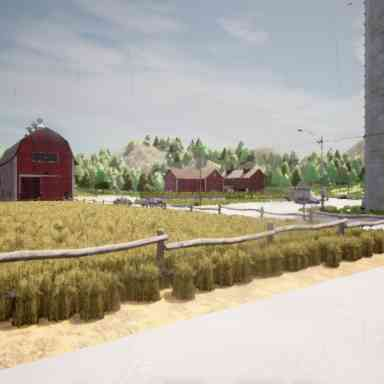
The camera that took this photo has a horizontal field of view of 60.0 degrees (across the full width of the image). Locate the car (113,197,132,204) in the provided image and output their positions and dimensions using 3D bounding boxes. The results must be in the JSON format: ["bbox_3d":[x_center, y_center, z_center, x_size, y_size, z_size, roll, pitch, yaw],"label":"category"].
[{"bbox_3d":[-11.659,1.544,55.638,1.994,1.385,4.181,0,0,-36],"label":"car"}]

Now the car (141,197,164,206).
[{"bbox_3d":[-5.628,1.505,47.389,1.812,1.442,4.674,0,0,-35],"label":"car"}]

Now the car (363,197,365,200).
[{"bbox_3d":[40.349,1.235,74.276,1.905,1.878,3.866,0,0,-36],"label":"car"}]

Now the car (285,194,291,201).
[{"bbox_3d":[24.293,1.243,78.936,1.932,1.855,4.605,0,0,-36],"label":"car"}]

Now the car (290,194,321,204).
[{"bbox_3d":[20.831,1.428,59.959,2.242,1.667,4.611,0,0,-36],"label":"car"}]
